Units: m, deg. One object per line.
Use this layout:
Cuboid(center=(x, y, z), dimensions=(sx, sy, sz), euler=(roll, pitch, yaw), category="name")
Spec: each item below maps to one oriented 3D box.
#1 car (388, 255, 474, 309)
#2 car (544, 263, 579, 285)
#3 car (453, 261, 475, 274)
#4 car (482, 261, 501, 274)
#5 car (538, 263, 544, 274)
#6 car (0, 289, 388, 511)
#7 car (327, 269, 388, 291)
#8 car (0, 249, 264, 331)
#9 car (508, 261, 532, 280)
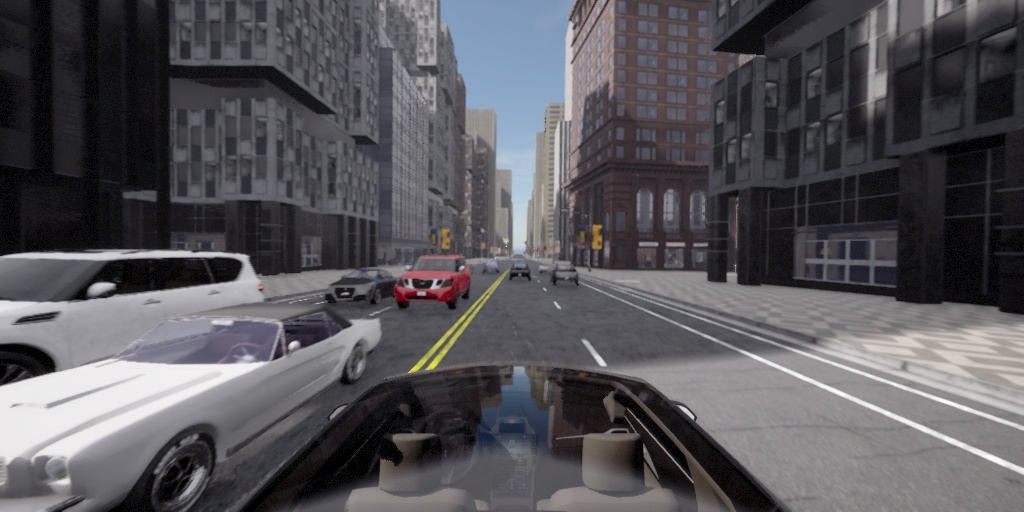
Cuboid(center=(-3.078, 0.958, 15.197), dimensions=(2.150, 2.045, 5.566), euler=(1, 0, 1), category="car")
Cuboid(center=(3.816, 1.327, 26.874), dimensions=(2.128, 1.511, 4.902), euler=(1, 0, 2), category="car")
Cuboid(center=(-5.662, 1.330, 42.849), dimensions=(1.994, 1.385, 4.181), euler=(1, 0, 1), category="car")
Cuboid(center=(-2.412, 1.328, 42.779), dimensions=(1.812, 1.442, 4.674), euler=(1, 0, 1), category="car")
Cuboid(center=(4.191, 1.466, 43.977), dimensions=(1.895, 1.301, 4.718), euler=(1, 0, 2), category="car")
Cuboid(center=(-3.326, 1.317, 4.248), dimensions=(1.895, 1.301, 4.718), euler=(1, 0, 1), category="car")
Cuboid(center=(-6.324, 1.263, 15.660), dimensions=(1.994, 1.385, 4.181), euler=(1, 0, 1), category="car")
Cuboid(center=(-6.541, 0.902, 5.614), dimensions=(2.150, 2.045, 5.566), euler=(1, 0, 1), category="car")
Cuboid(center=(0.725, 1.316, 32.592), dimensions=(1.837, 1.490, 4.892), euler=(1, 0, 1), category="car")
